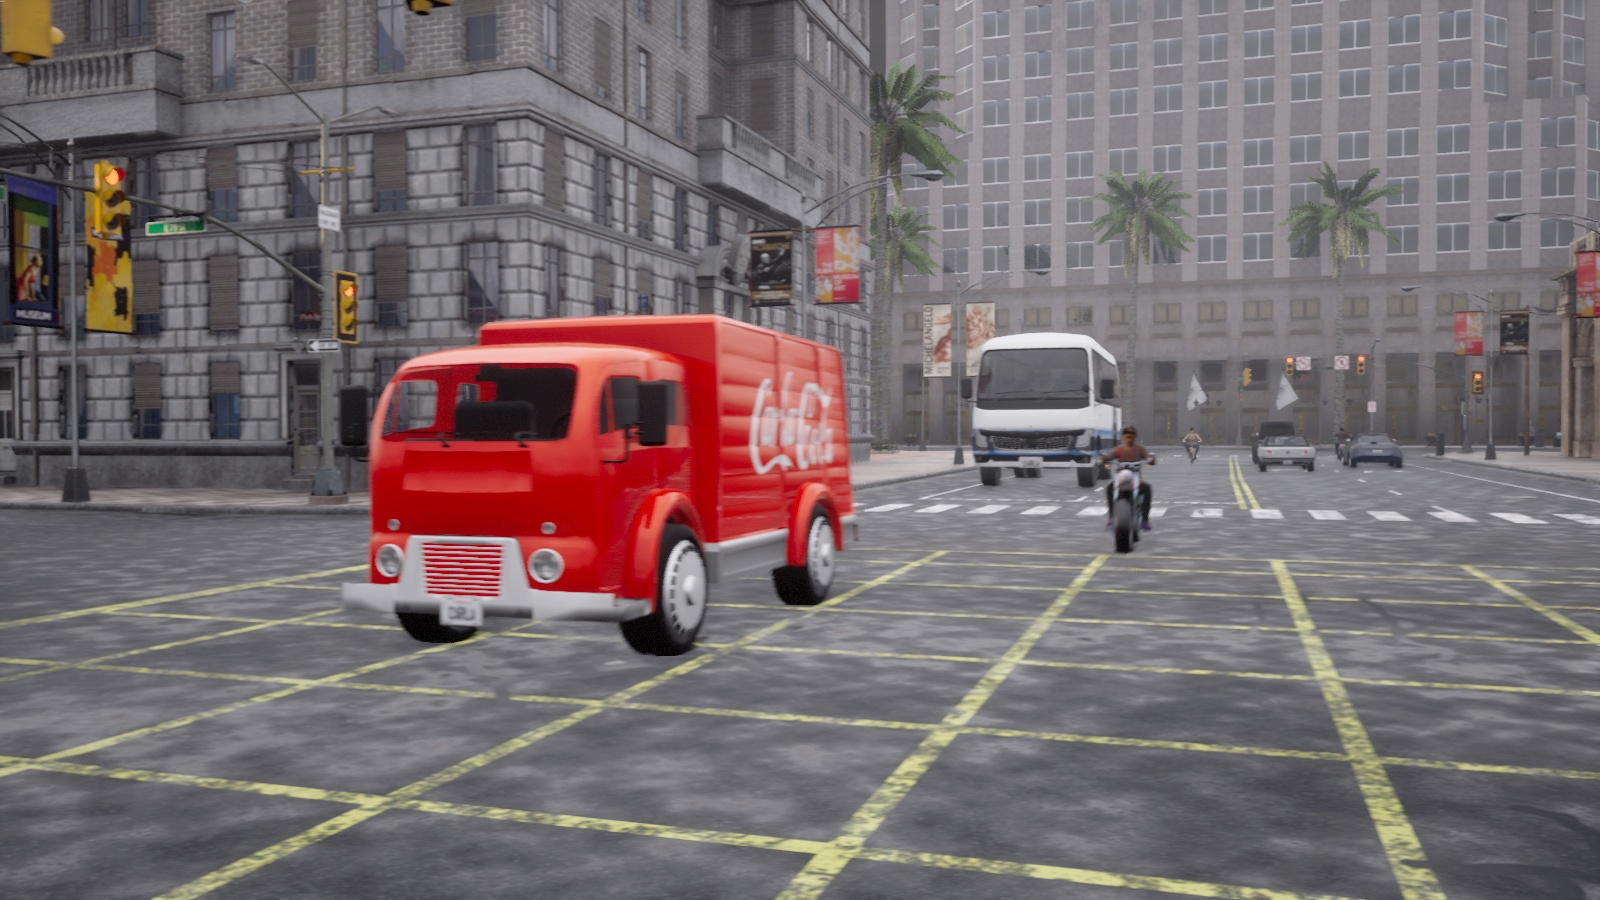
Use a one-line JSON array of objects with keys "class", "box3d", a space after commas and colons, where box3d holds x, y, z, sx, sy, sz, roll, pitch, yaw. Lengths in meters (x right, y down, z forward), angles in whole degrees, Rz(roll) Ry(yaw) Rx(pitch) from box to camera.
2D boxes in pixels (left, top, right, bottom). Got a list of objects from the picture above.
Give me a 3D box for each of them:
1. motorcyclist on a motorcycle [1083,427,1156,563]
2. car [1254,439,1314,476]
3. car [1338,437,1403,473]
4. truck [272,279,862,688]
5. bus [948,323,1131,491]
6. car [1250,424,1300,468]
[{"class": "motorcyclist on a motorcycle", "box3d": [4.232, 0.528, 16.521, 0.766, 1.649, 2.350, 1, 1, 18]}, {"class": "car", "box3d": [18.018, 0.244, 46.873, 1.895, 1.301, 4.718, 1, 1, 19]}, {"class": "car", "box3d": [23.137, 0.160, 51.029, 1.994, 1.385, 4.181, 1, 1, 19]}, {"class": "truck", "box3d": [-1.458, 0.172, 10.442, 2.627, 2.467, 5.204, 1, 1, 18]}, {"class": "bus", "box3d": [7.411, -1.119, 37.273, 3.944, 4.253, 10.273, 1, 0, 19]}, {"class": "car", "box3d": [21.142, -0.195, 56.000, 1.905, 1.878, 3.866, 1, 1, 19]}]
